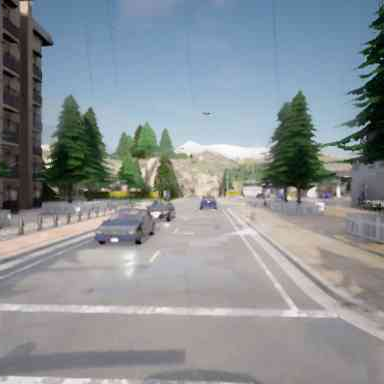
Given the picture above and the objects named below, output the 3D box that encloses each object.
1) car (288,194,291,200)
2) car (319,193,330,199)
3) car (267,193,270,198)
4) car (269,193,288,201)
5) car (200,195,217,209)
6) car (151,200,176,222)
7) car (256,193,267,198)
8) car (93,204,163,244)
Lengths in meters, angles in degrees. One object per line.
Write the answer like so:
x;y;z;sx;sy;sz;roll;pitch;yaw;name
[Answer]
20.714;1.144;73.813;1.970;1.475;3.806;0;0;3;car
33.358;1.058;84.049;1.845;1.501;3.633;0;0;3;car
22.005;1.020;92.434;2.152;1.636;5.027;0;0;3;car
17.284;1.156;66.589;1.845;1.501;3.633;0;0;3;car
2.122;1.201;42.526;2.097;1.767;4.553;0;0;3;car
-2.377;1.401;25.794;2.128;1.511;4.902;0;0;3;car
18.871;1.024;92.574;2.007;1.523;4.514;0;0;3;car
-2.904;1.495;15.723;2.033;1.411;5.357;0;0;3;car
